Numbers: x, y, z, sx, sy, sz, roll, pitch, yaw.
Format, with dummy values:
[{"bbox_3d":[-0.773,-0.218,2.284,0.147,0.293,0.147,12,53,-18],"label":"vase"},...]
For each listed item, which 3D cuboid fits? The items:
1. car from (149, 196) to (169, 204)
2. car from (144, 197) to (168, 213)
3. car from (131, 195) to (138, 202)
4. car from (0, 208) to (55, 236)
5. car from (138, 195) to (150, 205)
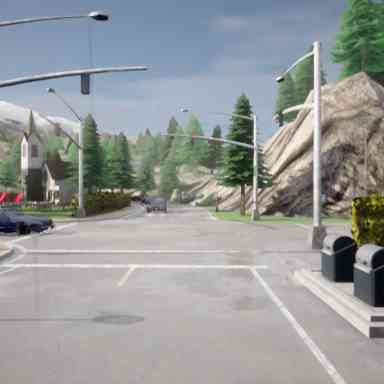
[{"bbox_3d":[-6.488,1.525,64.656,2.033,1.411,5.357,0,0,-27],"label":"car"},{"bbox_3d":[-3.762,1.551,36.484,1.994,1.385,4.181,0,0,-2],"label":"car"},{"bbox_3d":[-12.355,1.407,73.210,5.008,1.535,1.882,0,0,42],"label":"car"},{"bbox_3d":[-10.230,1.541,17.653,5.357,1.411,2.033,0,0,-1],"label":"car"},{"bbox_3d":[-7.591,1.485,57.749,1.837,1.490,4.892,0,0,-20],"label":"car"}]
